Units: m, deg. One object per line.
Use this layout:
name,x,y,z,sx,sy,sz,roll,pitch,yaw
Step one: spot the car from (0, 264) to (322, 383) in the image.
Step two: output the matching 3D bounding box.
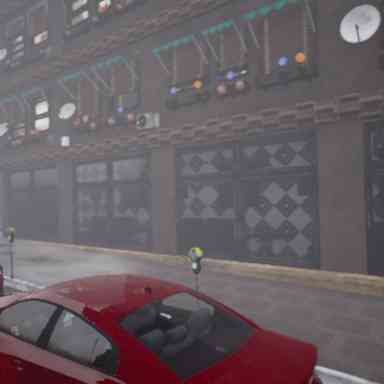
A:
car,-1.019,1.561,3.471,4.507,1.381,1.887,0,-2,36
